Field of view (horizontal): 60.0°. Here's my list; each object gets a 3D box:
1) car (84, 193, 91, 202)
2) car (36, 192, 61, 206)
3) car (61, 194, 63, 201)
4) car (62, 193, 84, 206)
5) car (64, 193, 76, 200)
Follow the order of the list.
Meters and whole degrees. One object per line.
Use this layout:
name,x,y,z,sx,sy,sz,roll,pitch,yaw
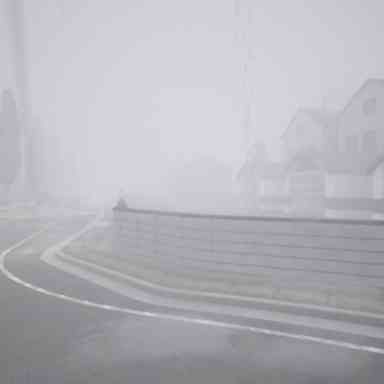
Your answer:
car,-20.682,1.291,62.714,1.895,1.301,4.718,0,0,-13
car,-20.661,0.973,47.527,2.150,2.045,5.566,0,0,-13
car,-24.308,1.169,62.851,2.128,1.511,4.902,0,0,-13
car,-17.397,1.281,48.950,1.812,1.442,4.674,0,0,-13
car,-26.779,0.950,72.965,1.994,1.385,4.181,0,0,-13
